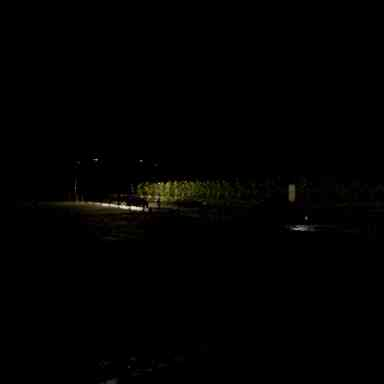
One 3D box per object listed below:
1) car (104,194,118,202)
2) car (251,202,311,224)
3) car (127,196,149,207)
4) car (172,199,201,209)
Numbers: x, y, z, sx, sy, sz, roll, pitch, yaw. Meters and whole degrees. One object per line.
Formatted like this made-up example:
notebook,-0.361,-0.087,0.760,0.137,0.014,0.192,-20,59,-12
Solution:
car,-16.597,1.162,67.980,1.882,1.535,5.008,1,0,-31
car,6.509,1.509,24.756,1.837,1.490,4.892,1,0,-33
car,-7.655,1.348,46.629,1.812,1.442,4.674,1,0,-32
car,-0.672,1.507,42.572,1.895,1.301,4.718,1,0,-33
